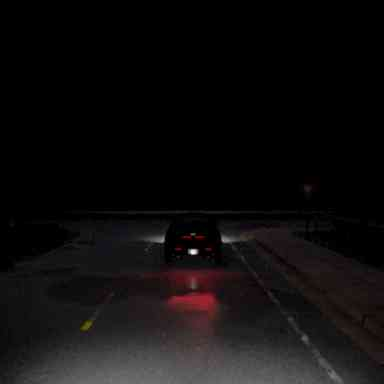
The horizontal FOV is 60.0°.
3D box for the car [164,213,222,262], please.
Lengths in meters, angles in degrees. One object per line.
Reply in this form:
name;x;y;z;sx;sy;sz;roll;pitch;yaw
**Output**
car;0.039;1.517;12.222;1.837;1.490;4.892;0;0;0
